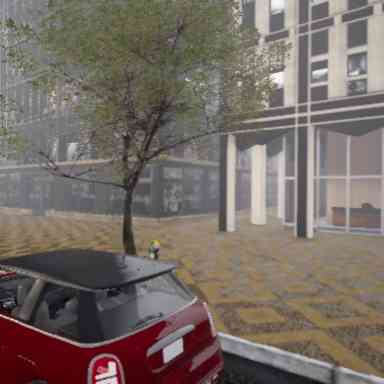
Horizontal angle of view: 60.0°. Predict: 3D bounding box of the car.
[{"bbox_3d":[-1.747,1.441,4.110,4.097,1.590,1.967,0,1,36],"label":"car"}]
